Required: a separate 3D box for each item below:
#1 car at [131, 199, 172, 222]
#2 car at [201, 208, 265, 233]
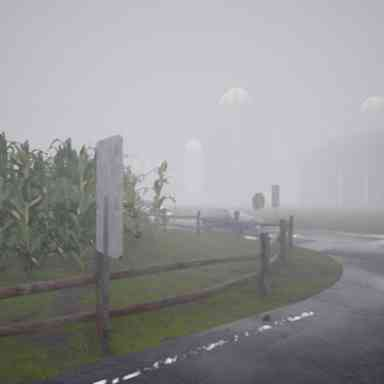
[{"bbox_3d":[-3.992,1.608,29.408,2.150,2.045,5.566,0,-1,-37],"label":"car"},{"bbox_3d":[2.433,1.735,20.845,1.812,1.442,4.674,0,-1,-36],"label":"car"}]
